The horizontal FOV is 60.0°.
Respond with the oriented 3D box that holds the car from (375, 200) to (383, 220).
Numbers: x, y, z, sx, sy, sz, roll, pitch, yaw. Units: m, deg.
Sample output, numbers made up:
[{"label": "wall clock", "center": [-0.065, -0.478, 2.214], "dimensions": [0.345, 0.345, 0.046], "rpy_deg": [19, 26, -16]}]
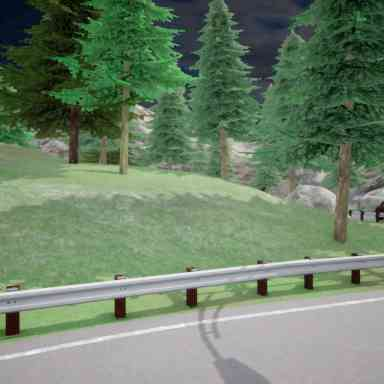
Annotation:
[{"label": "car", "center": [16.344, 1.367, 25.262], "dimensions": [2.097, 1.767, 4.553], "rpy_deg": [0, 0, -19]}]
